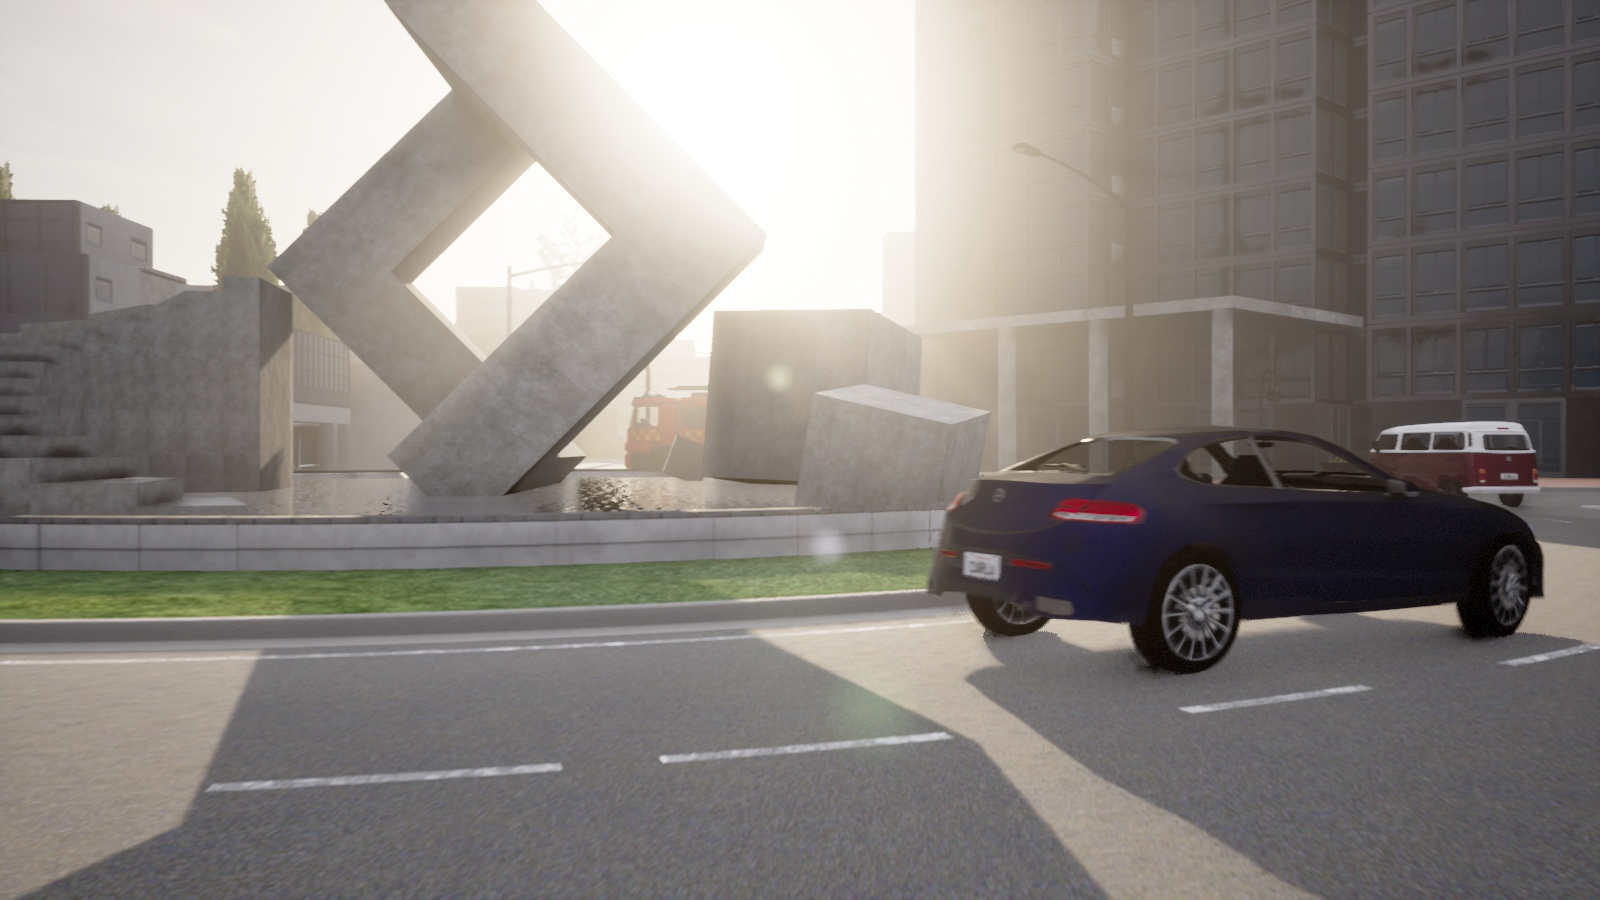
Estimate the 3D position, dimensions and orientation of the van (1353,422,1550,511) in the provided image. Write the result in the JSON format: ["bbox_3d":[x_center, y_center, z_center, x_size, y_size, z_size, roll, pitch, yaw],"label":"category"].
[{"bbox_3d":[15.999,0.369,31.161,2.069,2.038,4.480,0,0,-9],"label":"van"}]

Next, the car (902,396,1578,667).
[{"bbox_3d":[3.501,0.491,9.793,5.027,1.651,2.152,0,0,-29],"label":"car"}]

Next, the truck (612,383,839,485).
[{"bbox_3d":[-2.927,-0.624,49.626,8.468,3.827,2.891,0,0,16],"label":"truck"}]
